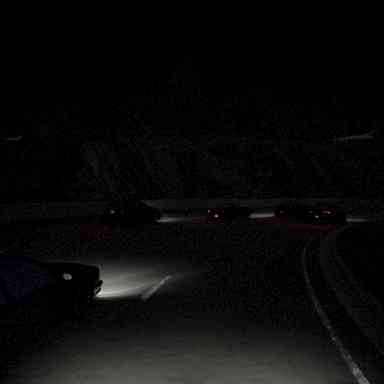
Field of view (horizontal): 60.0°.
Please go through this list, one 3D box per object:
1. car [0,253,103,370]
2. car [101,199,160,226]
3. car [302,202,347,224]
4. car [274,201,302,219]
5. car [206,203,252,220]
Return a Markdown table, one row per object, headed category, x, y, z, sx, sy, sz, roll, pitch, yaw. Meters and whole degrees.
| category | x | y | z | sx | sy | sz | roll | pitch | yaw |
| --- | --- | --- | --- | --- | --- | --- | --- | --- | --- |
| car | -2.997 | 1.522 | 4.280 | 2.033 | 1.411 | 5.357 | 0 | 0 | 8 |
| car | -4.141 | 1.303 | 23.198 | 2.097 | 1.767 | 4.553 | 1 | 0 | 27 |
| car | 10.418 | 1.579 | 25.567 | 1.812 | 1.442 | 4.674 | 0 | 0 | 40 |
| car | 9.079 | 1.518 | 29.287 | 1.882 | 1.535 | 5.008 | 0 | 0 | 43 |
| car | 3.257 | 1.601 | 27.933 | 1.895 | 1.301 | 4.718 | 0 | 0 | 37 |
